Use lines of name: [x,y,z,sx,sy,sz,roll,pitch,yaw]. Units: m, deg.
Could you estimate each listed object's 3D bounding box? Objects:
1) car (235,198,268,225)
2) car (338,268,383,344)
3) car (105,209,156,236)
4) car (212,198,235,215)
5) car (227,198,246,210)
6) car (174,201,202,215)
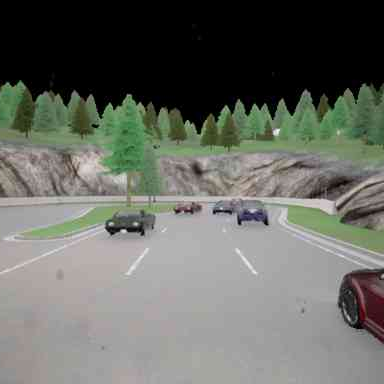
car: [4.427,1.352,24.409,2.097,1.767,4.553,0,0,9]
car: [3.598,1.563,4.279,1.994,1.385,4.181,0,0,0]
car: [-3.220,1.600,18.410,1.895,1.301,4.718,0,0,2]
car: [3.413,1.563,34.356,1.994,1.385,4.181,0,0,15]
car: [5.991,1.547,44.111,2.033,1.411,5.357,0,0,12]
car: [-0.289,1.600,34.235,1.895,1.301,4.718,0,0,15]
